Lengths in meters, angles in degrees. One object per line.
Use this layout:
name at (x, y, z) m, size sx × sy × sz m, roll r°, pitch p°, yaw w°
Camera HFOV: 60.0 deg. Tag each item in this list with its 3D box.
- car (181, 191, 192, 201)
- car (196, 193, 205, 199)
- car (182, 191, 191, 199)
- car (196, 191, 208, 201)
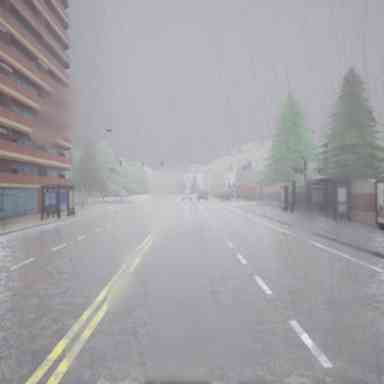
car at (-1.141, 0.872, 74.180) m, size 2.150 × 2.045 × 5.566 m, roll -1°, pitch 0°, yaw -1°
car at (2.193, 1.051, 84.621) m, size 1.994 × 1.385 × 4.181 m, roll -1°, pitch 0°, yaw -1°
car at (-1.311, 0.770, 84.595) m, size 2.150 × 2.045 × 5.566 m, roll -1°, pitch 0°, yaw -1°
car at (2.354, 0.870, 74.263) m, size 2.150 × 2.045 × 5.566 m, roll -1°, pitch 0°, yaw -1°
